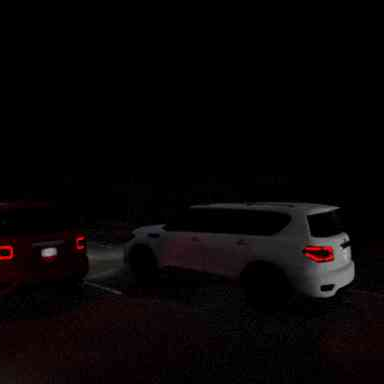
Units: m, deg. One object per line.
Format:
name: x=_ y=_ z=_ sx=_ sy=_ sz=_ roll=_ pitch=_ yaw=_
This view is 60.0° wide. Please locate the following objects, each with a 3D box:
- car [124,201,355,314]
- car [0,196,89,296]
car: x=0.800 y=1.241 z=7.950 sx=5.566 sy=2.045 sz=2.150 roll=0 pitch=0 yaw=38
car: x=-4.704 y=1.228 z=8.053 sx=5.566 sy=2.045 sz=2.150 roll=0 pitch=0 yaw=41
